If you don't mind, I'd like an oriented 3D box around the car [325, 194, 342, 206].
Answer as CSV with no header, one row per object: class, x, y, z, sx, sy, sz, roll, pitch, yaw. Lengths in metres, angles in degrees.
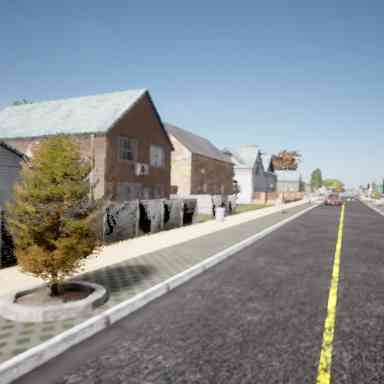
car,20.587,1.020,48.299,2.097,1.767,4.553,1,1,25
